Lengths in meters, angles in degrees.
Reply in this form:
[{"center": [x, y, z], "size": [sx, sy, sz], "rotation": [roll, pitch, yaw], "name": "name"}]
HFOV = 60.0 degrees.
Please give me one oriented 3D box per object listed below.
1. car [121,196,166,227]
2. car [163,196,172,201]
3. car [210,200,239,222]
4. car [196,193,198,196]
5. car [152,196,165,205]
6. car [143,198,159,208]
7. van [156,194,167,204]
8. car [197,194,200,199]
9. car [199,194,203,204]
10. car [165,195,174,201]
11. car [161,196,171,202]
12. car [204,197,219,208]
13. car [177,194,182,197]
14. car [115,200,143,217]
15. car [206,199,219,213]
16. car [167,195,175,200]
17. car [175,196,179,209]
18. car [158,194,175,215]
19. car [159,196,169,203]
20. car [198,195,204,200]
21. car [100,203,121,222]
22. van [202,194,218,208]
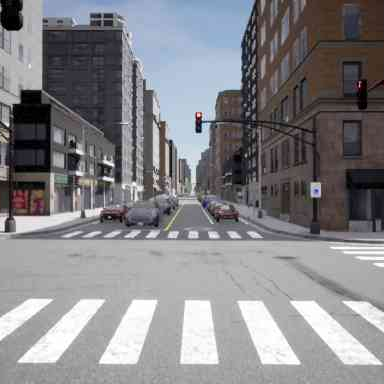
[{"center": [-3.136, 1.356, 22.443], "size": [2.097, 1.767, 4.553], "rotation": [0, 0, 0], "name": "car"}, {"center": [-5.993, 1.601, 82.711], "size": [1.947, 1.339, 4.313], "rotation": [1, 0, 0], "name": "car"}, {"center": [2.631, 1.588, 25.988], "size": [1.802, 1.307, 4.206], "rotation": [1, 0, 0], "name": "car"}, {"center": [2.535, 1.350, 82.722], "size": [2.192, 1.841, 5.009], "rotation": [1, 0, 0], "name": "car"}, {"center": [-5.952, 1.461, 60.019], "size": [1.967, 1.590, 4.097], "rotation": [1, 0, 0], "name": "car"}, {"center": [-5.934, 1.597, 48.674], "size": [1.802, 1.307, 4.206], "rotation": [1, 0, 0], "name": "car"}, {"center": [-5.961, 1.366, 65.692], "size": [1.690, 1.788, 3.998], "rotation": [1, 0, 0], "name": "van"}, {"center": [2.552, 1.594, 71.374], "size": [1.947, 1.339, 4.313], "rotation": [1, 0, 0], "name": "car"}, {"center": [2.595, 1.330, 48.681], "size": [2.192, 1.841, 5.009], "rotation": [1, 0, 0], "name": "car"}, {"center": [-6.003, 1.604, 88.384], "size": [1.947, 1.339, 4.313], "rotation": [1, 0, 0], "name": "car"}, {"center": [-5.983, 1.582, 77.038], "size": [2.008, 1.369, 4.403], "rotation": [1, 0, 0], "name": "car"}, {"center": [2.611, 1.592, 37.335], "size": [1.802, 1.307, 4.206], "rotation": [1, 0, 0], "name": "car"}, {"center": [-3.146, 1.509, 54.077], "size": [2.128, 1.511, 4.902], "rotation": [0, 0, 0], "name": "car"}, {"center": [-5.904, 1.552, 31.655], "size": [1.887, 1.381, 4.507], "rotation": [1, 0, 0], "name": "car"}, {"center": [2.621, 1.590, 31.661], "size": [1.802, 1.307, 4.206], "rotation": [1, 0, 0], "name": "car"}, {"center": [-6.012, 1.586, 94.056], "size": [1.887, 1.381, 4.507], "rotation": [1, 0, 0], "name": "car"}, {"center": [-3.160, 1.576, 43.835], "size": [1.994, 1.385, 4.181], "rotation": [0, 0, 1], "name": "car"}, {"center": [-3.155, 1.360, 33.521], "size": [2.097, 1.767, 4.553], "rotation": [0, 0, 0], "name": "car"}, {"center": [-5.973, 1.610, 71.365], "size": [1.802, 1.307, 4.206], "rotation": [1, 0, 0], "name": "car"}, {"center": [2.514, 1.566, 94.238], "size": [1.752, 1.417, 4.829], "rotation": [1, 0, 0], "name": "car"}, {"center": [-5.894, 1.551, 25.982], "size": [1.887, 1.381, 4.507], "rotation": [1, 0, 0], "name": "car"}, {"center": [2.604, 1.353, 43.008], "size": [1.690, 1.788, 3.998], "rotation": [1, 0, 0], "name": "van"}]
